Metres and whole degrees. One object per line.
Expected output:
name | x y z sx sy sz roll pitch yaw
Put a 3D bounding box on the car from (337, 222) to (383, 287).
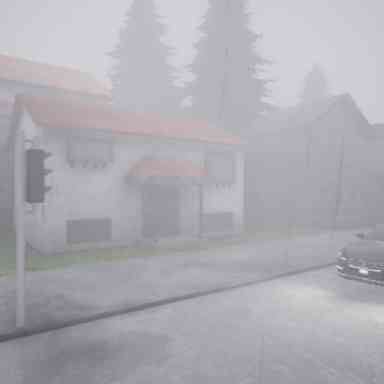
car | 5.738 1.487 8.700 4.892 1.490 1.837 0 0 -35
